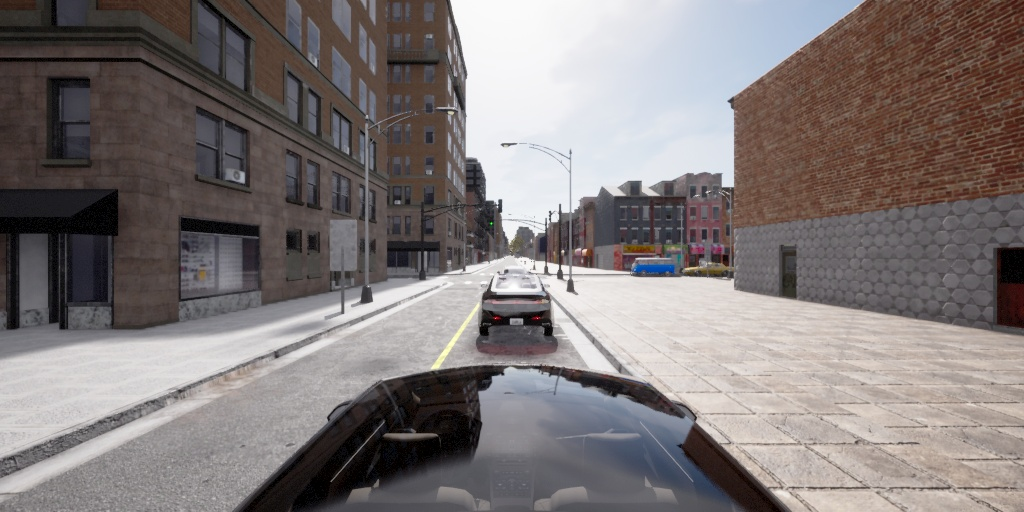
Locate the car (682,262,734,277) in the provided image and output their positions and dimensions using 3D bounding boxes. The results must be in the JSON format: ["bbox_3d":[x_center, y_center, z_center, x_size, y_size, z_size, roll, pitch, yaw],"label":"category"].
[{"bbox_3d":[19.206,1.267,35.060,4.829,1.417,1.751,0,0,0],"label":"car"}]

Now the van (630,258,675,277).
[{"bbox_3d":[13.764,1.087,35.073,3.998,1.789,1.690,0,0,0],"label":"van"}]

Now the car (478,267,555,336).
[{"bbox_3d":[0.105,1.241,10.370,2.128,1.511,4.902,0,0,0],"label":"car"}]
